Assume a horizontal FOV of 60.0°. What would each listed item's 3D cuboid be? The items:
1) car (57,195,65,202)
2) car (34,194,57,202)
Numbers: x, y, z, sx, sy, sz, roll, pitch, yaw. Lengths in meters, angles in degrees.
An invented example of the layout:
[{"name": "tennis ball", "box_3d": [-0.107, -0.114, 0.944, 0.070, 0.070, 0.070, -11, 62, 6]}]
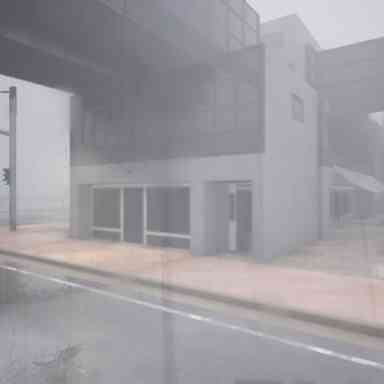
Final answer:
[{"name": "car", "box_3d": [-29.425, 1.397, 72.103, 3.905, 1.438, 1.784, 0, 0, 35]}, {"name": "car", "box_3d": [-31.151, 1.187, 69.776, 4.605, 1.855, 1.932, 0, 0, 35]}]
